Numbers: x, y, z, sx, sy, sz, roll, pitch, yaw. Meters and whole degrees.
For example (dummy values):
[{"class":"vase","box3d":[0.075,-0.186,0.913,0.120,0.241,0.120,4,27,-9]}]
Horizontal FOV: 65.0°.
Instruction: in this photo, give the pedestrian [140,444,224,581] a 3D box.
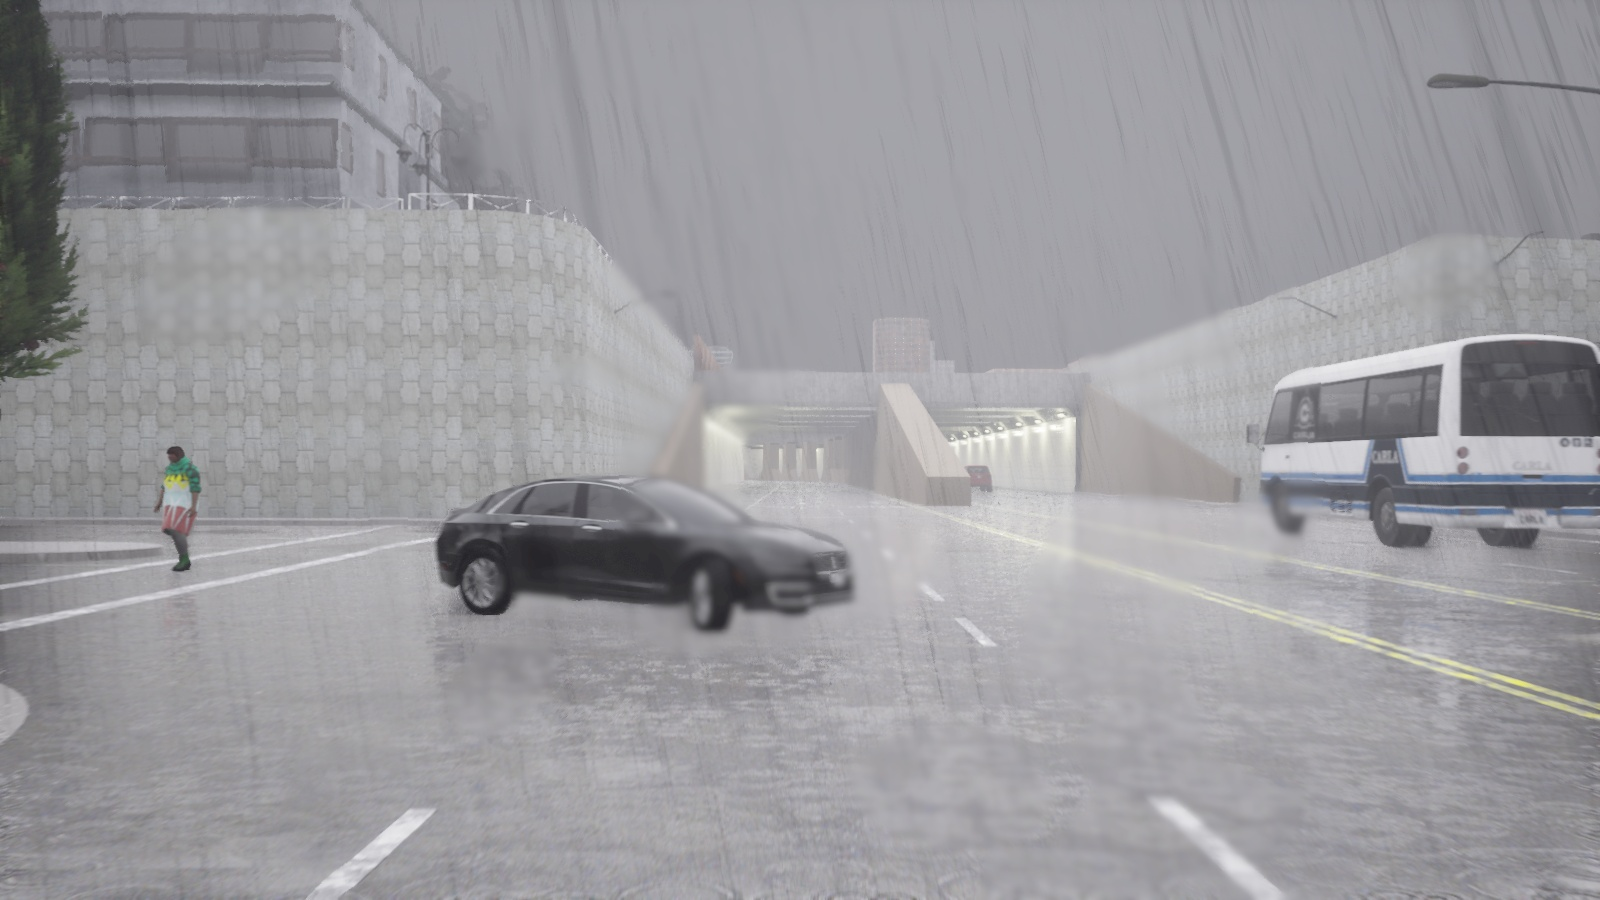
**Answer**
[{"class":"pedestrian","box3d":[-9.061,0.904,18.438,0.659,1.952,0.873,-1,-1,25]}]

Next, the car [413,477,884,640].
[{"class":"car","box3d":[-1.702,1.052,13.530,4.892,1.490,1.837,-1,-2,30]}]

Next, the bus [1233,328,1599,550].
[{"class":"bus","box3d":[13.891,-0.128,29.337,3.944,4.253,10.273,0,-1,0]}]
